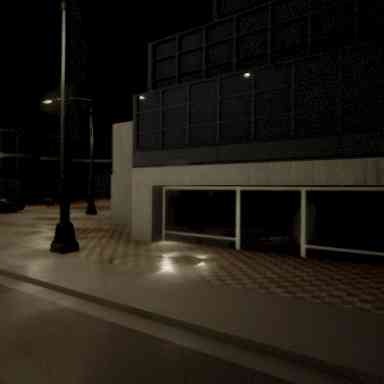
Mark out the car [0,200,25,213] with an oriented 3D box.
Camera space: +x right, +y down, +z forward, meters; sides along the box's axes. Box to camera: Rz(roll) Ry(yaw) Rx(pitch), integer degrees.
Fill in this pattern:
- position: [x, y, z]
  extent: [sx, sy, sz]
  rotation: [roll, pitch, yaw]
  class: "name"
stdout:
- position: [-18.155, 1.370, 30.639]
  extent: [1.895, 1.301, 4.718]
  rotation: [1, 0, 36]
  class: "car"
